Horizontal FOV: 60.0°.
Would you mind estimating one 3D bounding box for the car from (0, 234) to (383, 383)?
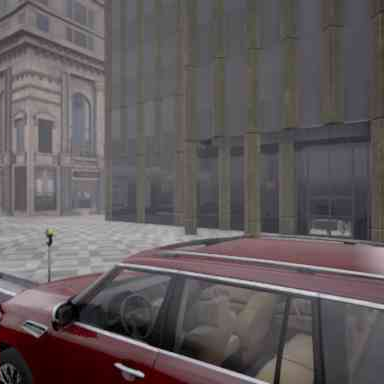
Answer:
[{"bbox_3d":[0.246,1.314,2.798,5.009,1.841,2.192,0,0,36],"label":"car"}]
